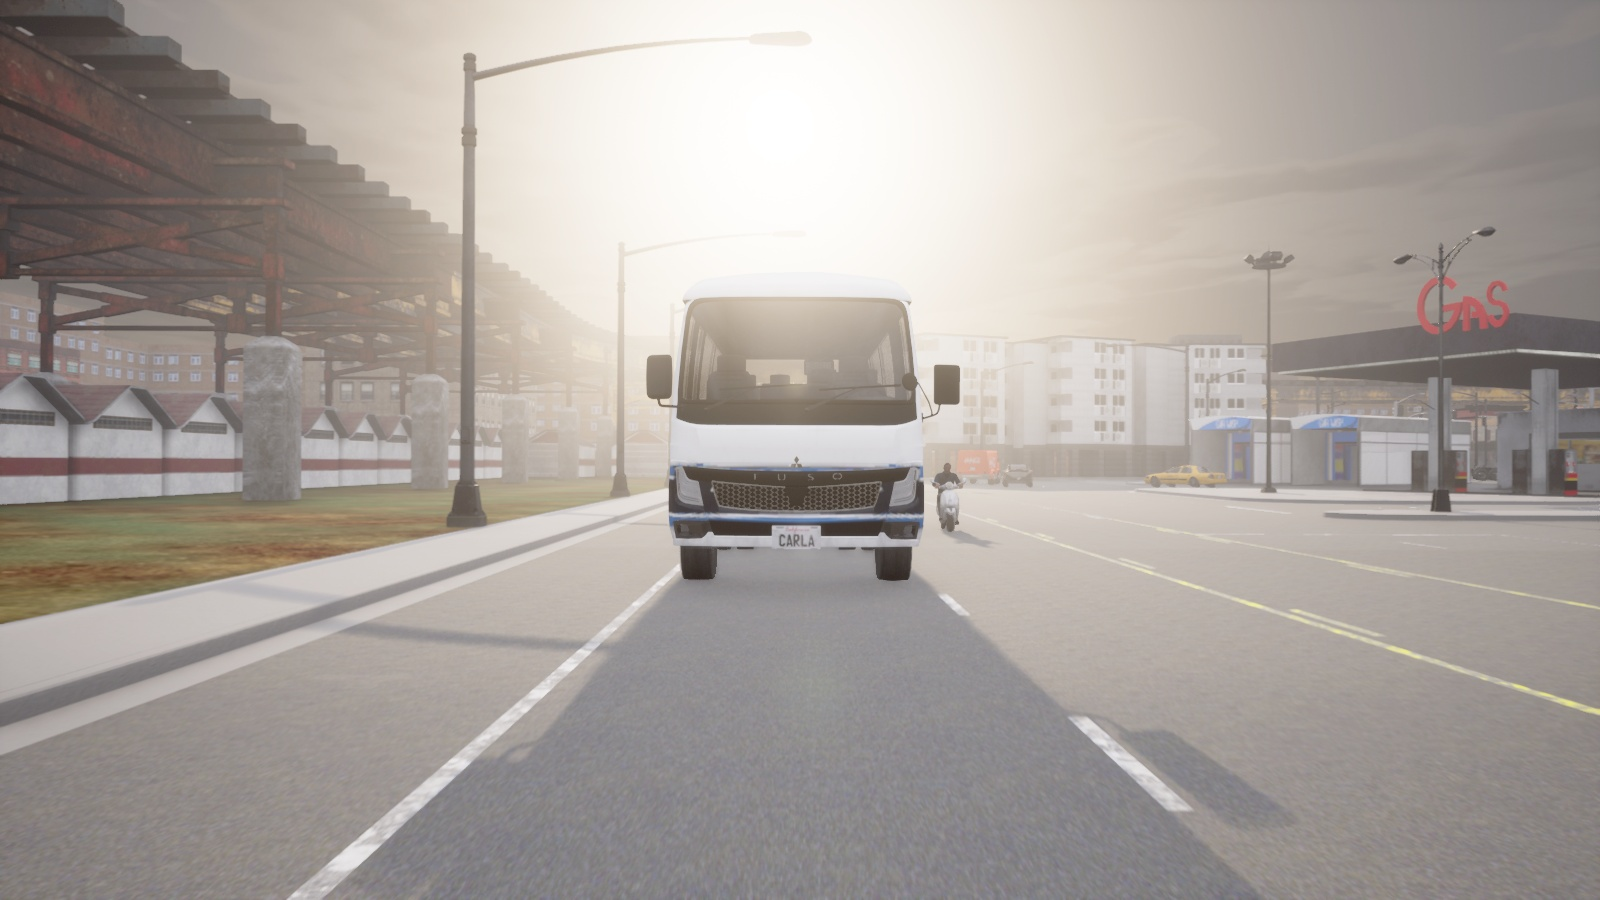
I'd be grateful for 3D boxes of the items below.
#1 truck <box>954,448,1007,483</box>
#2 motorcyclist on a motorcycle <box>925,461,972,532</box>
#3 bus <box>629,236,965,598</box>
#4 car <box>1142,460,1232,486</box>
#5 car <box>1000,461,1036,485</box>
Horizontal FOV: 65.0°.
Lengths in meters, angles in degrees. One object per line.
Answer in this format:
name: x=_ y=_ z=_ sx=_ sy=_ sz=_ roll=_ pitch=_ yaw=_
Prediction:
truck: x=13.158 y=1.146 z=91.129 sx=2.627 sy=2.467 sz=5.204 roll=-1 pitch=-1 yaw=22
motorcyclist on a motorcycle: x=3.429 y=1.056 z=29.189 sx=0.866 sy=1.590 sz=1.817 roll=0 pitch=-1 yaw=0
bus: x=-0.055 y=-0.345 z=19.951 sx=3.944 sy=4.253 sz=10.273 roll=0 pitch=-1 yaw=0
car: x=24.432 y=1.419 z=79.398 sx=1.801 sy=1.575 sz=5.366 roll=0 pitch=-1 yaw=-37
car: x=14.356 y=1.509 z=82.910 sx=2.128 sy=1.511 sz=4.902 roll=0 pitch=-1 yaw=8
